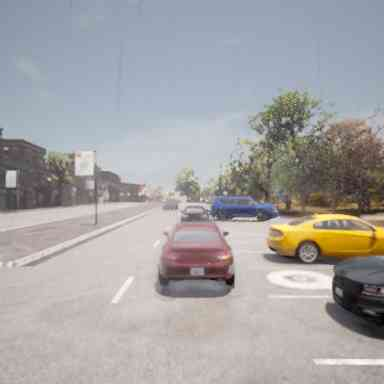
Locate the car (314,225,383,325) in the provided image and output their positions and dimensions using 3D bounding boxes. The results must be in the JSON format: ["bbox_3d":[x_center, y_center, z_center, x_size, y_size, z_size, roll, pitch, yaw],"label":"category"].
[{"bbox_3d":[5.104,1.495,5.884,5.008,1.535,2.097,0,0,0],"label":"car"}]

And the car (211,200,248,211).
[{"bbox_3d":[5.221,1.826,46.358,4.892,1.521,2.231,0,-1,0],"label":"car"}]

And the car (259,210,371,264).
[{"bbox_3d":[5.111,1.524,11.452,5.008,1.535,2.097,0,0,0],"label":"car"}]

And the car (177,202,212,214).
[{"bbox_3d":[0.168,1.664,22.761,1.812,1.442,4.674,0,0,0],"label":"car"}]

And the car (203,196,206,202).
[{"bbox_3d":[5.345,1.942,73.970,4.553,1.767,2.185,0,-1,0],"label":"car"}]

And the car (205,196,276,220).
[{"bbox_3d":[4.312,1.407,27.925,5.566,2.045,2.150,-1,0,21],"label":"car"}]

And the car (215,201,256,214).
[{"bbox_3d":[5.204,1.808,39.936,4.674,1.452,2.002,0,-1,0],"label":"car"}]

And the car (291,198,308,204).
[{"bbox_3d":[21.137,1.652,62.320,4.902,1.511,2.128,-1,-3,0],"label":"car"}]

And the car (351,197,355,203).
[{"bbox_3d":[30.009,1.551,62.407,4.892,1.490,1.837,-1,-3,0],"label":"car"}]

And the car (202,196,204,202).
[{"bbox_3d":[5.282,2.137,77.138,4.674,1.452,2.002,0,0,0],"label":"car"}]

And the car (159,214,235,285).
[{"bbox_3d":[0.116,1.559,9.440,1.812,1.442,4.674,0,0,0],"label":"car"}]

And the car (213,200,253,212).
[{"bbox_3d":[5.222,1.796,43.085,5.008,1.535,2.097,0,-1,0],"label":"car"}]

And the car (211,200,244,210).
[{"bbox_3d":[5.234,1.894,49.633,4.674,1.452,2.002,0,0,0],"label":"car"}]

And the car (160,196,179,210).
[{"bbox_3d":[-3.133,1.723,49.335,2.097,1.767,4.553,0,0,1],"label":"car"}]
